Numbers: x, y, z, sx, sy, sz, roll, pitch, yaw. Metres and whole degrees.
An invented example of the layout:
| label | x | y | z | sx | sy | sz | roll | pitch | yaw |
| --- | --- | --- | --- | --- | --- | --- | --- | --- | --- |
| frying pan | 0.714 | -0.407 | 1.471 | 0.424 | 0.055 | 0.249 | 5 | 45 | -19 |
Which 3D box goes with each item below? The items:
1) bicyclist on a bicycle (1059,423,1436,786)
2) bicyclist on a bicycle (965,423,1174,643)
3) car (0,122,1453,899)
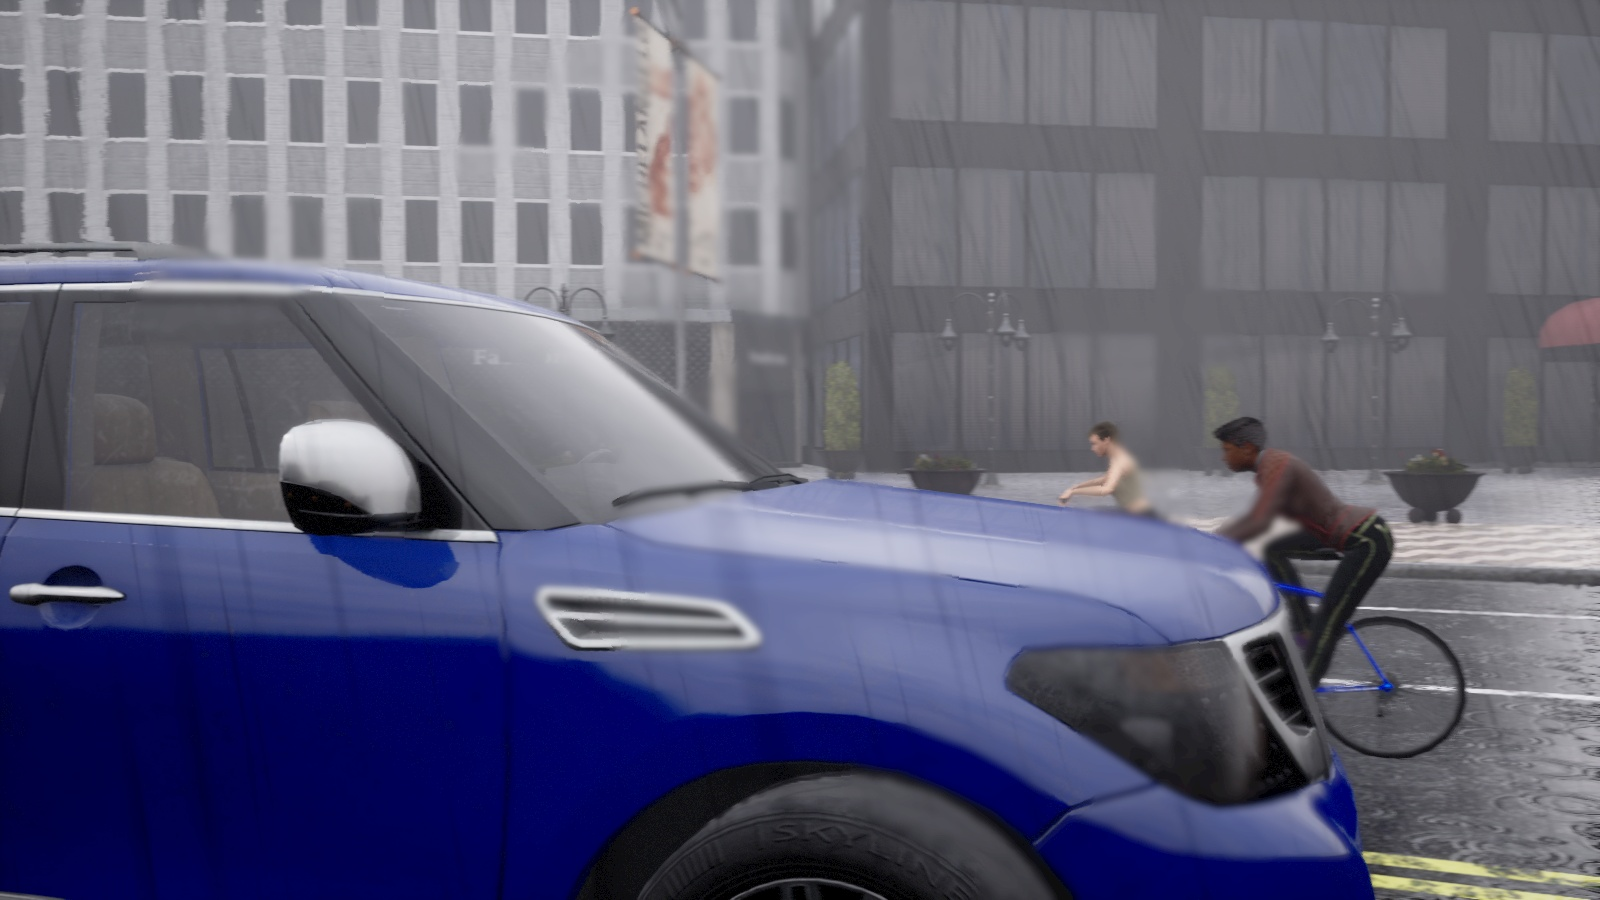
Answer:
| label | x | y | z | sx | sy | sz | roll | pitch | yaw |
| --- | --- | --- | --- | --- | --- | --- | --- | --- | --- |
| bicyclist on a bicycle | 2.149 | 0.680 | 6.149 | 1.656 | 1.620 | 0.582 | 0 | 1 | 21 |
| bicyclist on a bicycle | 2.131 | 0.599 | 9.872 | 1.509 | 1.612 | 0.866 | 1 | 2 | 19 |
| car | -1.428 | 0.476 | 3.685 | 5.566 | 2.045 | 2.150 | 0 | 1 | 14 |
